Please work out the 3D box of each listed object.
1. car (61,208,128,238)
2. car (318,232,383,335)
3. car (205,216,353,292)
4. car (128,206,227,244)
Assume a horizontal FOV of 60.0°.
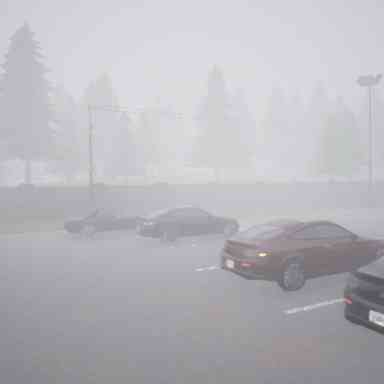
[{"bbox_3d":[-3.967,1.441,16.642,4.718,1.301,1.895,-2,1,-26],"label":"car"},{"bbox_3d":[4.418,1.368,5.159,4.674,1.442,1.812,-2,1,-26],"label":"car"},{"bbox_3d":[2.896,1.352,8.310,4.674,1.442,1.812,-2,1,-26],"label":"car"},{"bbox_3d":[-0.149,1.321,14.613,4.674,1.442,1.812,-2,1,-26],"label":"car"}]
